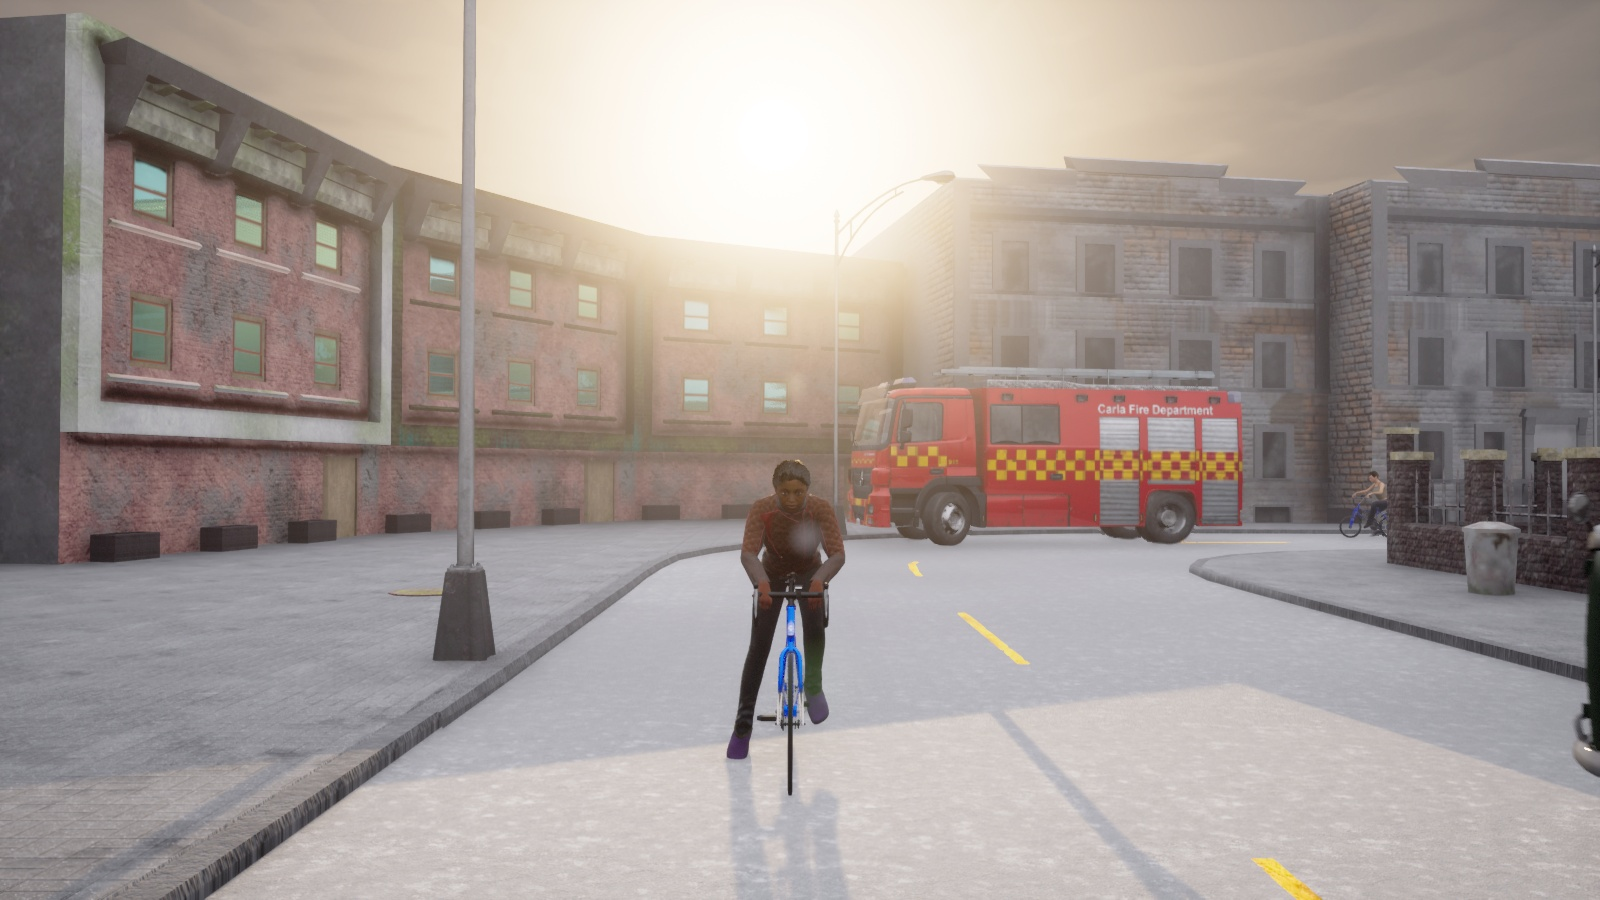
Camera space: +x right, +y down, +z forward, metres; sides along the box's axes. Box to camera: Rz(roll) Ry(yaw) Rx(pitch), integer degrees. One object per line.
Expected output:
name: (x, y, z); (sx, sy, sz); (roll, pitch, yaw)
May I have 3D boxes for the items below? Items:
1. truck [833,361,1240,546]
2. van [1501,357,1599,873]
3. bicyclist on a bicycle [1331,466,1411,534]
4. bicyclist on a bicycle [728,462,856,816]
truck: (5.188, 0.091, 28.151); (8.468, 3.827, 2.891); (0, -1, -10)
van: (3.973, 0.605, 3.271); (1.775, 1.987, 4.442); (0, -1, 0)
bicyclist on a bicycle: (13.707, 1.196, 30.168); (1.509, 1.612, 0.866); (0, -1, 0)
bicyclist on a bicycle: (-0.040, 0.877, 6.593); (0.582, 1.620, 1.656); (0, -1, 0)
